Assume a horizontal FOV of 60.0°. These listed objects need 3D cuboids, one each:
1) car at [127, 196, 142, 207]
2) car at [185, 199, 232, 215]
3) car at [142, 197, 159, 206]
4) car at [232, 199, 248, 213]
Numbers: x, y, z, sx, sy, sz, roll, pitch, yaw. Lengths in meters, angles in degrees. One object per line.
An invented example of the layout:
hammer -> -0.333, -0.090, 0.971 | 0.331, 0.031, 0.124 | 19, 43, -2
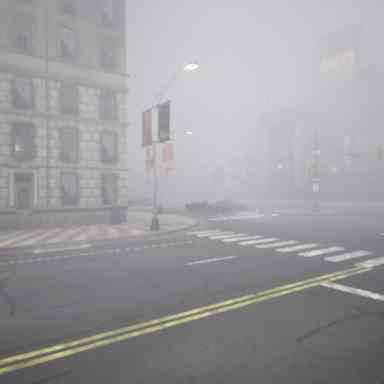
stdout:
car -> -9.619, 1.360, 48.075 | 1.882, 1.535, 5.008 | 0, 0, -36
car -> 1.376, 1.480, 32.687 | 1.895, 1.301, 4.718 | 0, 0, -35
car -> -6.750, 1.424, 50.081 | 1.994, 1.385, 4.181 | 0, 0, -36
car -> 3.957, 1.422, 35.169 | 1.994, 1.385, 4.181 | 0, 0, -36
